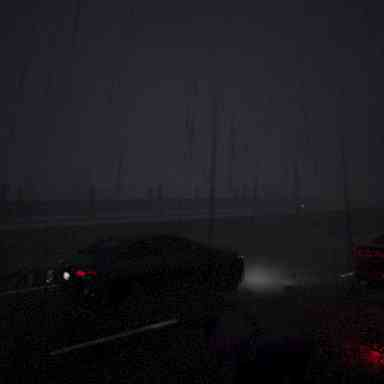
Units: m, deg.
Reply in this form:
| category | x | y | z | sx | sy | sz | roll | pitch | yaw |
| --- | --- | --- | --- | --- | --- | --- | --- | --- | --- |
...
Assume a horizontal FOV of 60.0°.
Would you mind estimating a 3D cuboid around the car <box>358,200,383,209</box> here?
| category | x | y | z | sx | sy | sz | roll | pitch | yaw |
| --- | --- | --- | --- | --- | --- | --- | --- | --- | --- |
| car | 17.041 | 1.503 | 29.060 | 4.902 | 1.511 | 2.128 | 0 | 0 | -35 |

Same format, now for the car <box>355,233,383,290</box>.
| category | x | y | z | sx | sy | sz | roll | pitch | yaw |
| --- | --- | --- | --- | --- | --- | --- | --- | --- | --- |
| car | 5.902 | 1.481 | 7.964 | 5.008 | 1.535 | 1.882 | 0 | 0 | -36 |

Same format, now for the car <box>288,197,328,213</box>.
| category | x | y | z | sx | sy | sz | roll | pitch | yaw |
| --- | --- | --- | --- | --- | --- | --- | --- | --- | --- |
| car | 11.880 | 1.362 | 33.976 | 4.553 | 1.767 | 2.097 | 0 | 0 | -35 |

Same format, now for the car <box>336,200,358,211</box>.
| category | x | y | z | sx | sy | sz | roll | pitch | yaw |
| --- | --- | --- | --- | --- | --- | --- | --- | --- | --- |
| car | 16.096 | 1.503 | 32.685 | 4.902 | 1.511 | 2.128 | 0 | 0 | -35 |

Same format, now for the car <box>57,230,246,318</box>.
| category | x | y | z | sx | sy | sz | roll | pitch | yaw |
| --- | --- | --- | --- | --- | --- | --- | --- | --- | --- |
| car | -0.766 | 1.565 | 7.502 | 4.181 | 1.385 | 1.994 | 0 | 0 | -36 |
